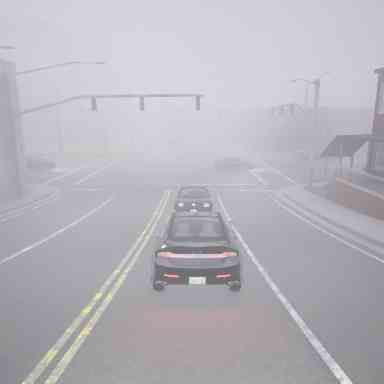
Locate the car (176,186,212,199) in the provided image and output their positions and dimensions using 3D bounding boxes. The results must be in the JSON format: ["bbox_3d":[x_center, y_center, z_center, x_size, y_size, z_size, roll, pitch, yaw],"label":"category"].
[{"bbox_3d":[0.089,0.327,18.077,1.895,1.301,4.718,0,8,0],"label":"car"}]

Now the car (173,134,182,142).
[{"bbox_3d":[-3.478,-12.837,79.043,1.837,1.490,4.892,0,12,0],"label":"car"}]

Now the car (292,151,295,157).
[{"bbox_3d":[15.981,-5.490,44.960,4.553,1.767,2.097,0,12,0],"label":"car"}]

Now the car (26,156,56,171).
[{"bbox_3d":[-16.531,-3.012,34.684,4.181,1.385,1.994,0,12,0],"label":"car"}]

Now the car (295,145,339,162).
[{"bbox_3d":[15.813,-4.738,41.543,4.553,1.767,2.097,0,12,0],"label":"car"}]

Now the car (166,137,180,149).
[{"bbox_3d":[-3.553,-8.508,59.390,1.837,1.490,4.892,0,12,0],"label":"car"}]

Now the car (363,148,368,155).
[{"bbox_3d":[26.307,-5.610,44.896,5.566,2.045,2.150,0,12,0],"label":"car"}]

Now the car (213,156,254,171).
[{"bbox_3d":[4.331,-2.993,34.598,4.181,1.385,1.994,0,12,0],"label":"car"}]

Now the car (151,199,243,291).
[{"bbox_3d":[0.101,1.221,8.372,2.128,1.511,4.902,0,4,0],"label":"car"}]

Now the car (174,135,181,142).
[{"bbox_3d":[-3.481,-10.621,69.212,1.994,1.385,4.181,0,12,0],"label":"car"}]
